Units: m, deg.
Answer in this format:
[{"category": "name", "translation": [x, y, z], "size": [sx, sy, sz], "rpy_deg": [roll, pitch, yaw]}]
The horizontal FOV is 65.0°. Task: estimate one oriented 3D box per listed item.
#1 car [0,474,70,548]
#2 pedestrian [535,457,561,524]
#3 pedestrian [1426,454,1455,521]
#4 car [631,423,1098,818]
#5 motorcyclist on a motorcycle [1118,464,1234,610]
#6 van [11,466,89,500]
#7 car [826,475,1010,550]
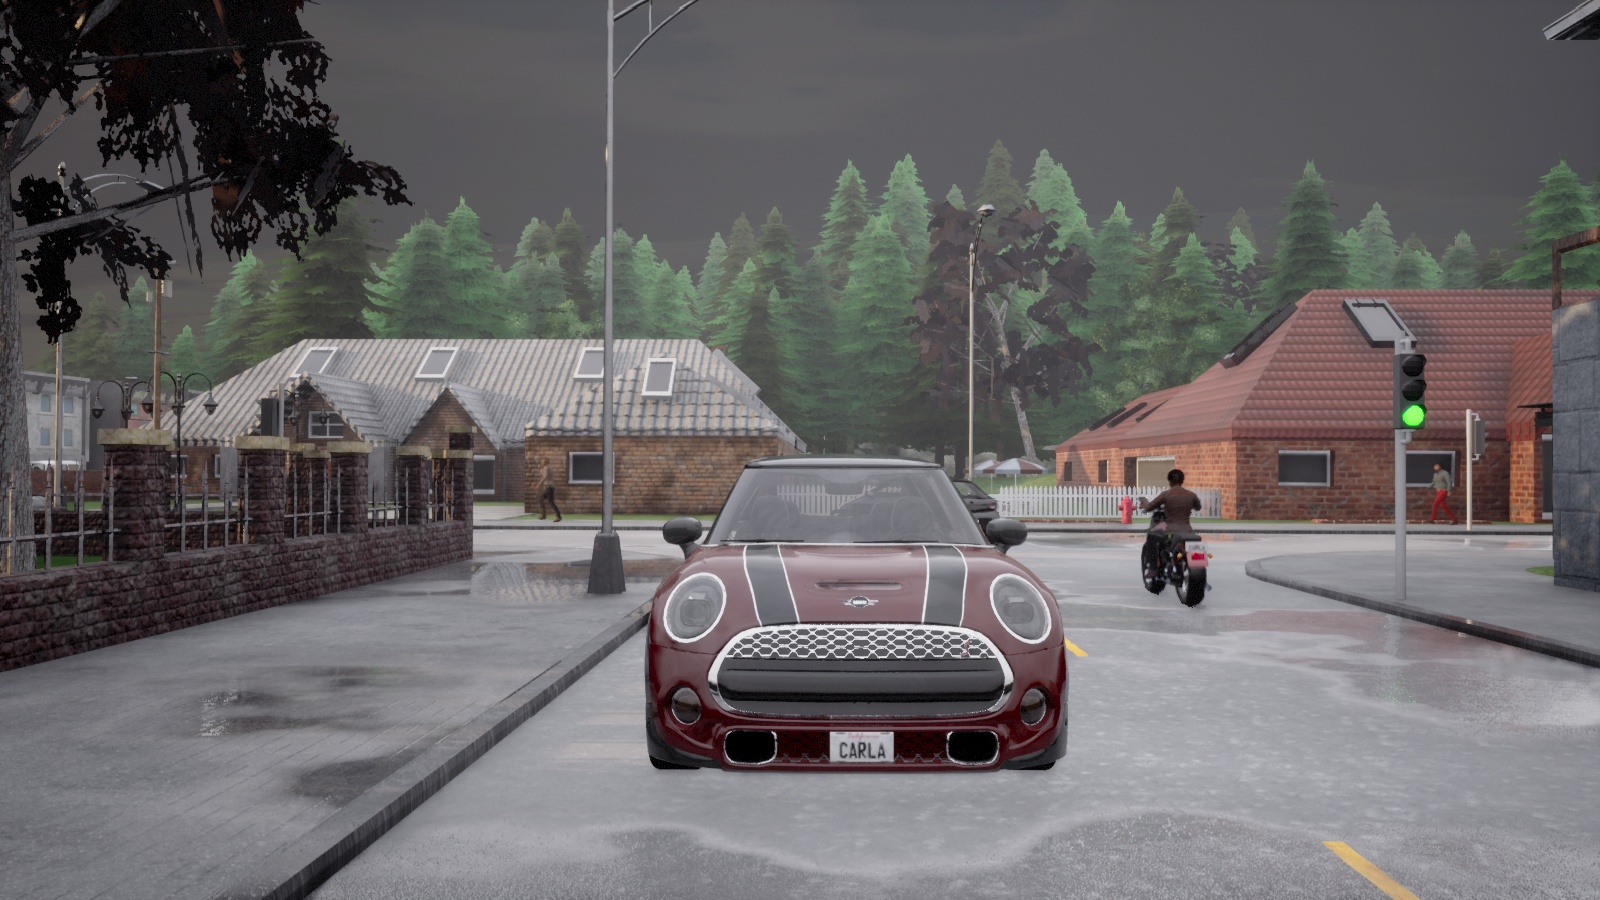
[{"category": "car", "translation": [-18.574, 1.289, 27.041], "size": [4.514, 1.525, 2.007], "rpy_deg": [0, -1, 0]}, {"category": "pedestrian", "translation": [-6.983, 1.130, 34.779], "size": [0.634, 1.846, 0.331], "rpy_deg": [0, -1, 1]}, {"category": "pedestrian", "translation": [17.905, 1.041, 35.122], "size": [0.614, 1.847, 0.353], "rpy_deg": [0, -1, 1]}, {"category": "car", "translation": [0.271, 0.805, 7.943], "size": [2.097, 1.767, 4.553], "rpy_deg": [0, -1, 0]}, {"category": "motorcyclist on a motorcycle", "translation": [4.558, 1.005, 15.410], "size": [0.766, 1.649, 2.350], "rpy_deg": [0, -1, 2]}, {"category": "van", "translation": [-46.843, 2.042, 78.569], "size": [2.069, 2.038, 4.480], "rpy_deg": [0, -1, 2]}, {"category": "car", "translation": [2.419, 1.268, 26.817], "size": [1.816, 1.474, 4.193], "rpy_deg": [0, -1, -30]}]
